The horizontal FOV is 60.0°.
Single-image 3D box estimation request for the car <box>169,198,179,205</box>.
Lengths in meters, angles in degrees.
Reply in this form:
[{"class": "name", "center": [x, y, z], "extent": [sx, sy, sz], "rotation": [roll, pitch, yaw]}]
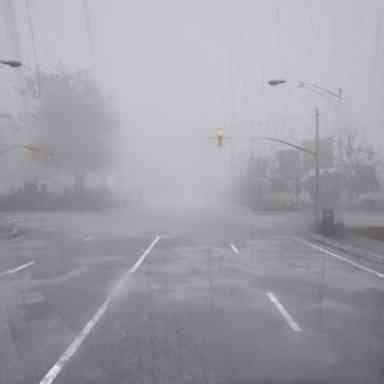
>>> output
[{"class": "car", "center": [-3.567, 1.872, 67.214], "extent": [1.812, 1.442, 4.674], "rotation": [0, 0, -1]}]
